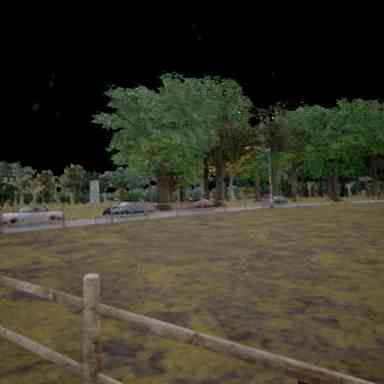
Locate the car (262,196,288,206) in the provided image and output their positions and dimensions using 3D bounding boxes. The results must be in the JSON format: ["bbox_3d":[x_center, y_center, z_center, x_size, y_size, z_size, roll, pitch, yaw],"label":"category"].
[{"bbox_3d":[12.698,1.379,50.666,4.674,1.442,1.812,-1,-1,-37],"label":"car"}]

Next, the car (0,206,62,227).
[{"bbox_3d":[-11.790,1.734,23.965,1.895,1.301,4.718,-2,-1,36],"label":"car"}]

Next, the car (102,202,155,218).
[{"bbox_3d":[-5.965,1.629,31.837,2.033,1.411,5.357,-2,-1,38],"label":"car"}]

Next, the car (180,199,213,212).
[{"bbox_3d":[0.571,1.535,39.552,1.812,1.442,4.674,-2,-1,43],"label":"car"}]
